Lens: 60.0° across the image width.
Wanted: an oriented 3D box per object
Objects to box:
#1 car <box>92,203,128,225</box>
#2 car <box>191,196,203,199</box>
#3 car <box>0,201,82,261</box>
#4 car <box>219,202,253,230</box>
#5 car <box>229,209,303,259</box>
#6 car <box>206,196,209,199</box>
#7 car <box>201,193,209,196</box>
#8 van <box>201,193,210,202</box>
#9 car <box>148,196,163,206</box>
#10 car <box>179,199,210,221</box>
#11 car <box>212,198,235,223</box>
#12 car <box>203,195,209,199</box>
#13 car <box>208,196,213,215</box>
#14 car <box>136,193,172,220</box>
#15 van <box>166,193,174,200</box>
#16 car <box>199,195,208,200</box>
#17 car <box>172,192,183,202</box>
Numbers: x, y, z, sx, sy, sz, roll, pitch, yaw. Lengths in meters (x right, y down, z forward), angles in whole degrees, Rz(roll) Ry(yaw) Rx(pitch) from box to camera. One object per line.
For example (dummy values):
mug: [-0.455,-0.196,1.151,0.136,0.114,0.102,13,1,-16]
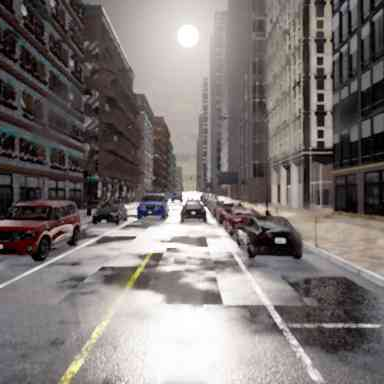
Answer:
car: [-5.665,1.489,23.576,1.947,1.339,4.313,1,0,0]
car: [0.124,1.460,42.322,1.895,1.301,4.718,0,0,0]
car: [-5.667,1.275,12.273,2.192,1.841,5.009,1,0,0]
car: [2.713,1.486,17.917,1.887,1.381,4.507,1,0,0]
car: [2.709,1.526,12.267,1.947,1.339,4.313,1,0,0]
car: [2.722,1.436,34.871,2.008,1.369,4.403,1,0,0]
car: [2.734,1.390,57.476,1.802,1.307,4.206,1,0,0]
van: [2.744,1.110,68.778,1.690,1.788,3.998,1,0,0]
car: [-5.648,1.354,51.662,1.752,1.417,4.829,1,0,0]
car: [0.115,1.479,25.950,1.994,1.385,4.181,0,0,0]
car: [2.717,1.363,23.569,1.967,1.590,4.097,1,0,0]
car: [2.725,1.417,40.523,2.008,1.369,4.403,1,0,0]
car: [2.721,1.344,29.220,1.967,1.590,4.097,1,0,0]
car: [-3.083,1.132,27.158,2.150,2.045,5.566,0,0,0]
van: [-5.713,1.051,85.768,1.690,1.788,3.998,1,0,0]
car: [2.747,1.311,80.080,1.802,1.307,4.206,1,0,0]
car: [-2.967,1.049,67.510,2.150,2.045,5.566,0,0,0]
